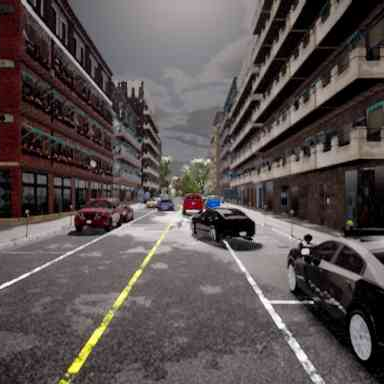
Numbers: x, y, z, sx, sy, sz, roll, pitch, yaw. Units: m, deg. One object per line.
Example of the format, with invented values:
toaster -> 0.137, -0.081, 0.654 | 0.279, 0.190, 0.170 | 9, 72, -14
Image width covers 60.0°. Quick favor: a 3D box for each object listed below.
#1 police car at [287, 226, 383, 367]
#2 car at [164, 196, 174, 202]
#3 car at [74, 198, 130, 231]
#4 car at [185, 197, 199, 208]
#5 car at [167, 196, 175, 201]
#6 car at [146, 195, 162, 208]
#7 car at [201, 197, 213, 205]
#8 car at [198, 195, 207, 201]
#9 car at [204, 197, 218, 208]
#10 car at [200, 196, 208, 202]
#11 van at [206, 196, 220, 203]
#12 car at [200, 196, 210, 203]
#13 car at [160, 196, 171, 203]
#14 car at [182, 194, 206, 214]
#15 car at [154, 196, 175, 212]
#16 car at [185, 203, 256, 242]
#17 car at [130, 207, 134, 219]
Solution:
police car -> 3.137, 1.429, 5.904 | 1.930, 1.638, 5.238 | 0, 0, 0
car -> -5.625, 1.615, 82.094 | 2.008, 1.369, 4.403 | 1, 0, 0
car -> -5.662, 1.331, 20.812 | 2.192, 1.841, 5.009 | 1, 0, 0
car -> 0.089, 1.587, 50.870 | 2.033, 1.411, 5.357 | 0, 0, 1
car -> -5.622, 1.651, 87.664 | 1.802, 1.307, 4.206 | 1, 0, 0
car -> -5.647, 1.563, 48.497 | 1.752, 1.417, 4.829 | 1, 0, 0
car -> 2.720, 1.591, 59.764 | 1.887, 1.381, 4.507 | 1, 0, 0
car -> 2.726, 1.620, 87.620 | 2.008, 1.369, 4.403 | 1, 0, 0
car -> 2.741, 1.563, 48.792 | 1.752, 1.417, 4.829 | 1, 0, 0
car -> 2.718, 1.642, 76.478 | 1.802, 1.307, 4.206 | 1, 0, 0
van -> 2.735, 1.374, 43.051 | 1.690, 1.788, 3.998 | 1, 0, 0
car -> 2.715, 1.621, 70.906 | 1.947, 1.339, 4.313 | 1, 0, 0
car -> -5.632, 1.606, 70.950 | 2.008, 1.369, 4.403 | 1, 0, 0
car -> 0.109, 1.252, 36.019 | 2.150, 2.045, 5.566 | 0, 0, 0
car -> -3.071, 1.556, 39.867 | 1.812, 1.442, 4.674 | 0, 0, 0
car -> 1.395, 1.518, 16.481 | 1.837, 1.490, 4.892 | -1, 1, -18
car -> -5.662, 1.602, 26.383 | 1.802, 1.307, 4.206 | 1, 0, 0
